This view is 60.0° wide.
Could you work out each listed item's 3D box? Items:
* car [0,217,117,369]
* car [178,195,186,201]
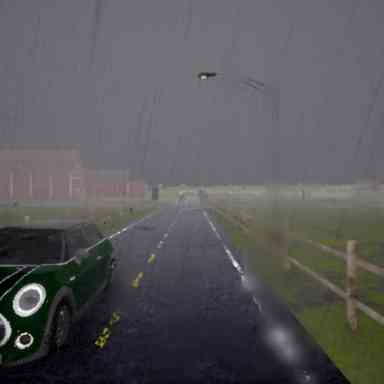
[{"bbox_3d":[-2.850,1.366,6.099,2.097,1.767,4.553,0,0,0],"label":"car"},{"bbox_3d":[-2.757,1.646,93.670,2.097,1.767,4.553,0,0,0],"label":"car"}]
